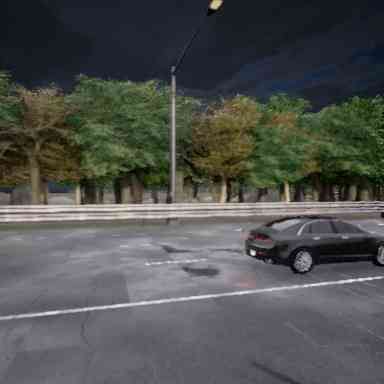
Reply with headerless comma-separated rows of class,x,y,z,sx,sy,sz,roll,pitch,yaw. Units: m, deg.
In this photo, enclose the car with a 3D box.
car,4.001,1.475,10.197,4.892,1.490,1.837,0,0,-19
